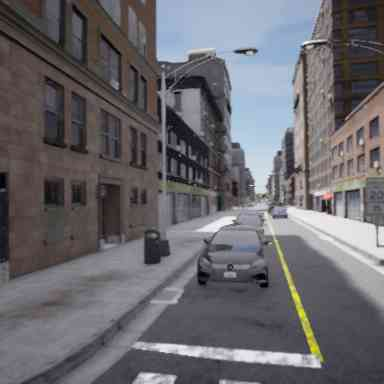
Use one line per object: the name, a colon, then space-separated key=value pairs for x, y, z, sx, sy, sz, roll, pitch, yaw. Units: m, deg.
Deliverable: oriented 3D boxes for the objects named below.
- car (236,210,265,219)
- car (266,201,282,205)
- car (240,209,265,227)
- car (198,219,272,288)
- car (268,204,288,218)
car: x=3.420 y=2.005 z=19.891 sx=1.812 sy=1.442 sz=4.674 roll=-1 pitch=-2 yaw=12
car: x=13.048 y=2.450 z=51.782 sx=2.150 sy=2.045 sz=5.566 roll=-1 pitch=-2 yaw=12
car: x=5.458 y=2.278 z=29.636 sx=1.994 sy=1.385 sz=4.181 roll=-1 pitch=-2 yaw=12
car: x=1.429 y=1.777 z=10.245 sx=1.812 sy=1.442 sz=4.674 roll=-1 pitch=-2 yaw=13
car: x=10.902 y=2.513 z=41.384 sx=2.033 sy=1.411 sz=5.357 roll=-1 pitch=-2 yaw=12
